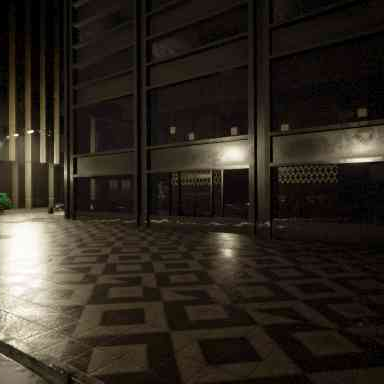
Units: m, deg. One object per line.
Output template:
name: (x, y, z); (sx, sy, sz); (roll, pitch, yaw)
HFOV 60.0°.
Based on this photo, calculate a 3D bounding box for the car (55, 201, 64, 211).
car: (-13.404, 1.326, 38.607); (1.882, 1.535, 5.008); (0, 0, 35)

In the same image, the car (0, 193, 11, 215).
car: (-19.425, 1.113, 30.076); (2.150, 2.045, 5.566); (0, 0, 37)
